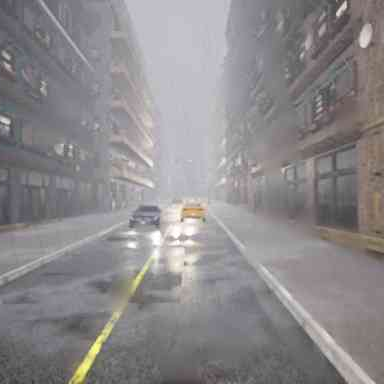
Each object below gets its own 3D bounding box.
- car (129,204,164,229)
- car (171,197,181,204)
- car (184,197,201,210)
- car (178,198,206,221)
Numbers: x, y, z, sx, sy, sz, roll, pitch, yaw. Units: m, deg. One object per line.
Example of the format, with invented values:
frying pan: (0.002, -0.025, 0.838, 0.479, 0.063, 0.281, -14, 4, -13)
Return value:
car: (-2.846, 1.520, 21.641, 1.812, 1.442, 4.674, 0, 0, 0)
car: (-2.794, 1.580, 63.436, 1.994, 1.385, 4.181, 0, 0, 1)
car: (0.068, 1.491, 44.059, 2.128, 1.511, 4.902, 0, 0, 0)
car: (0.088, 1.473, 27.047, 1.882, 1.535, 5.008, 0, 0, 0)
